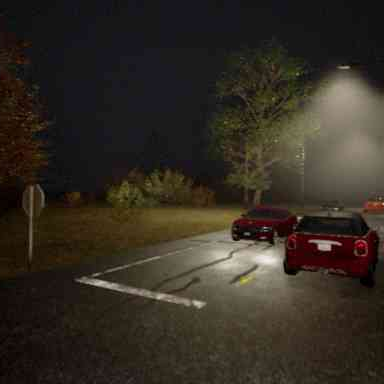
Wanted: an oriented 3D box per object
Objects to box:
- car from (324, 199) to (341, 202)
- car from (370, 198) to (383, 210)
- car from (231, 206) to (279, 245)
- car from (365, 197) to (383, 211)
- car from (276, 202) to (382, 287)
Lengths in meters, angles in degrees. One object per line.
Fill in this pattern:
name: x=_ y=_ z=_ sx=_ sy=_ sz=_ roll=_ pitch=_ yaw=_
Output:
car: x=14.020 y=1.478 z=33.213 sx=1.837 sy=1.490 sz=4.892 roll=1 pitch=0 yaw=31
car: x=25.272 y=1.568 z=45.126 sx=1.812 sy=1.442 sz=4.674 roll=1 pitch=0 yaw=31
car: x=3.506 y=1.427 z=15.584 sx=1.882 sy=1.535 sz=5.008 roll=1 pitch=0 yaw=31
car: x=20.333 y=1.382 z=36.709 sx=2.097 sy=1.767 sz=4.553 roll=1 pitch=0 yaw=31
car: x=4.256 y=1.346 z=9.799 sx=2.097 sy=1.767 sz=4.553 roll=1 pitch=0 yaw=31
